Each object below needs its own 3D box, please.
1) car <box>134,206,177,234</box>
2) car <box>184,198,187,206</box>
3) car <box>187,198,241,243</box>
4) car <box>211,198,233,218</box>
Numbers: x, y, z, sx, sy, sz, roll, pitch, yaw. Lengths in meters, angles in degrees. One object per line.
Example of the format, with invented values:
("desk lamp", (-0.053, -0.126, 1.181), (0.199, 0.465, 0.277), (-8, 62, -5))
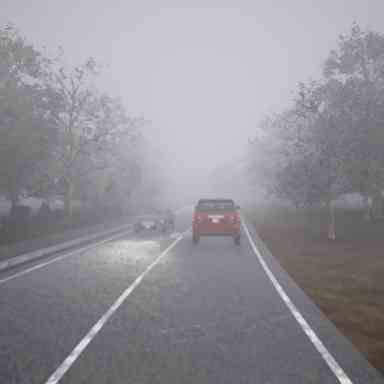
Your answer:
("car", (-2.107, 1.610, 20.176), (2.128, 1.511, 4.902), (0, 0, 6))
("car", (-0.502, 1.798, 61.695), (2.128, 1.511, 4.902), (1, 0, -5))
("car", (1.242, 1.298, 16.611), (2.150, 2.045, 5.566), (0, 0, 5))
("car", (3.023, 1.518, 33.312), (2.097, 1.767, 4.553), (0, 0, 5))
